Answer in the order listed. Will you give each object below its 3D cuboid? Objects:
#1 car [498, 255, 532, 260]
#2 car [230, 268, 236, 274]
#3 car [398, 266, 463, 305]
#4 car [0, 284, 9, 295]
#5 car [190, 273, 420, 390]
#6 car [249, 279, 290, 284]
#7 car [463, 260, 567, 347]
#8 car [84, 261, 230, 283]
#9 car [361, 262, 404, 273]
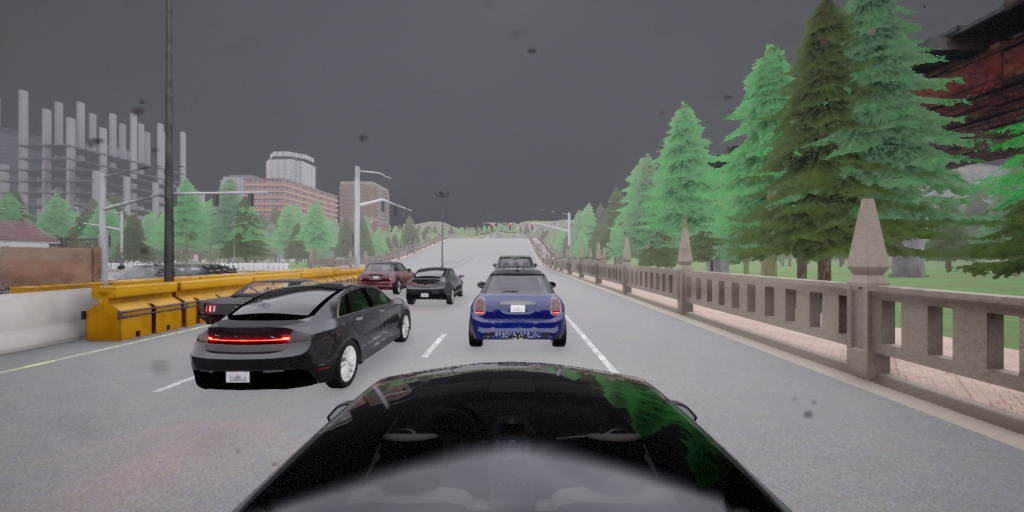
[{"bbox_3d":[0.162,0.972,18.996,2.150,2.045,5.566,0,0,0],"label":"car"},{"bbox_3d":[-20.932,1.243,24.059,1.882,1.535,5.008,0,0,-3],"label":"car"},{"bbox_3d":[-3.348,1.255,16.187,1.837,1.490,4.892,0,0,0],"label":"car"},{"bbox_3d":[-17.564,1.254,9.713,1.837,1.490,4.892,0,0,0],"label":"car"},{"bbox_3d":[-3.383,1.255,6.866,1.837,1.490,4.892,0,0,0],"label":"car"},{"bbox_3d":[-6.865,1.351,11.182,1.895,1.301,4.718,0,0,0],"label":"car"},{"bbox_3d":[0.125,1.102,9.506,2.097,1.767,4.553,0,0,0],"label":"car"},{"bbox_3d":[-14.035,1.102,14.071,2.097,1.767,4.553,0,0,0],"label":"car"},{"bbox_3d":[-6.881,1.102,20.175,2.097,1.767,4.553,0,0,-1],"label":"car"}]
